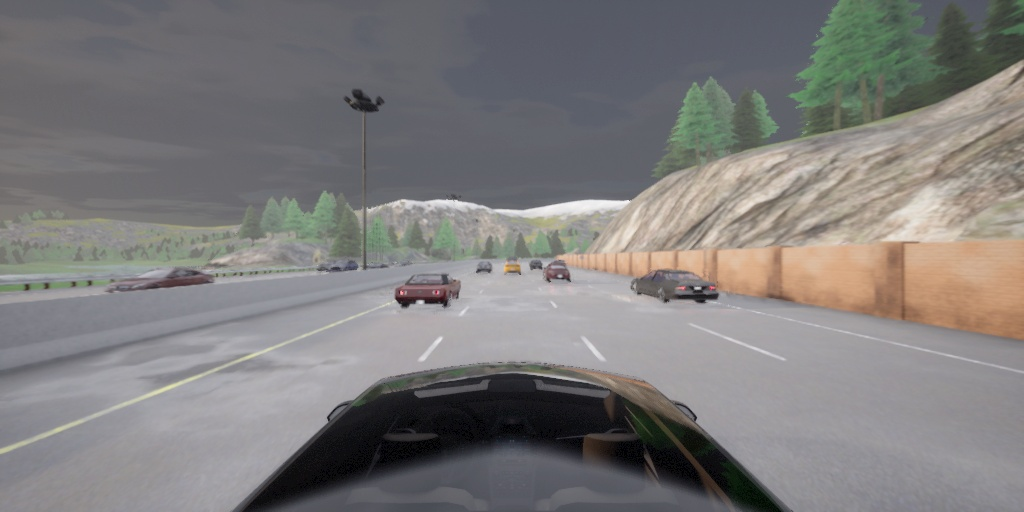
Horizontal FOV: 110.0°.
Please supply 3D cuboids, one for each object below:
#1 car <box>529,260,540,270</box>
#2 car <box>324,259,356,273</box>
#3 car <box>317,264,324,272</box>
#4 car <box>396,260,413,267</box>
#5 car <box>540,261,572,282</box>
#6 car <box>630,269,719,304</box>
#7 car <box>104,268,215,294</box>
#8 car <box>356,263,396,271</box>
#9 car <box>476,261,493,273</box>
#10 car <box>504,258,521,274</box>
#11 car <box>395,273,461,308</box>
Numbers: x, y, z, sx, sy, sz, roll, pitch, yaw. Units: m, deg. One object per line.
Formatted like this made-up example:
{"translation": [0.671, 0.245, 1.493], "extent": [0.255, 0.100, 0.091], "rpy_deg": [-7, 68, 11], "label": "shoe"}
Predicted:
{"translation": [3.561, 1.357, 53.623], "extent": [1.837, 1.490, 4.892], "rpy_deg": [0, -1, 0], "label": "car"}
{"translation": [-21.085, 1.231, 45.102], "extent": [2.097, 1.767, 4.553], "rpy_deg": [0, 0, 0], "label": "car"}
{"translation": [-24.587, 1.455, 48.584], "extent": [1.994, 1.385, 4.181], "rpy_deg": [0, 0, 0], "label": "car"}
{"translation": [-17.572, 1.389, 58.376], "extent": [2.128, 1.511, 4.902], "rpy_deg": [0, 0, 1], "label": "car"}
{"translation": [3.577, 1.328, 29.023], "extent": [1.812, 1.442, 4.674], "rpy_deg": [0, 0, 0], "label": "car"}
{"translation": [7.175, 1.316, 16.450], "extent": [2.033, 1.411, 5.357], "rpy_deg": [0, 0, -1], "label": "car"}
{"translation": [-17.603, 1.341, 18.297], "extent": [1.812, 1.442, 4.674], "rpy_deg": [0, 0, 0], "label": "car"}
{"translation": [-14.098, 1.415, 37.447], "extent": [1.994, 1.385, 4.181], "rpy_deg": [0, 0, 0], "label": "car"}
{"translation": [-3.454, 1.397, 45.723], "extent": [2.033, 1.411, 5.357], "rpy_deg": [0, 0, 0], "label": "car"}
{"translation": [0.068, 1.314, 42.209], "extent": [1.882, 1.535, 5.008], "rpy_deg": [0, 0, 0], "label": "car"}
{"translation": [-3.356, 1.385, 15.284], "extent": [1.895, 1.301, 4.718], "rpy_deg": [0, 0, 0], "label": "car"}
